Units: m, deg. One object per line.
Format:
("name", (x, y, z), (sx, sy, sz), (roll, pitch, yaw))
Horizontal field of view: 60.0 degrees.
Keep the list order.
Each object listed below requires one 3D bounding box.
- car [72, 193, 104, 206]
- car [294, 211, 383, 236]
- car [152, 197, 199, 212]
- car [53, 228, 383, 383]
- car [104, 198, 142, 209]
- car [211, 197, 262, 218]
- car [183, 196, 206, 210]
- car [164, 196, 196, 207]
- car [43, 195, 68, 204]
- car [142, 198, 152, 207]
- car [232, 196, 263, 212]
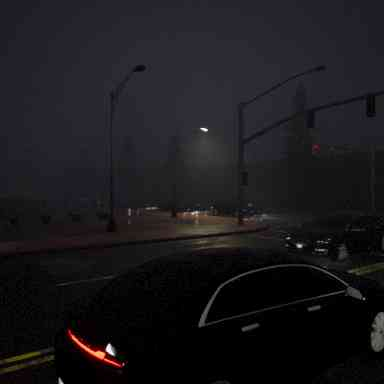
("car", (-16.722, 1.221, 54.019), (5.566, 2.045, 2.150), (0, 0, 20))
("car", (5.455, 1.504, 12.197), (4.892, 1.490, 1.837), (0, 0, -36))
("car", (-2.015, 1.546, 38.683), (2.033, 1.411, 5.357), (0, 0, -39))
("car", (0.823, 1.505, 4.384), (4.892, 1.490, 1.837), (0, 0, -35))
("car", (-9.483, 1.525, 45.757), (4.674, 1.442, 1.812), (0, 0, 36))
("car", (3.793, 1.504, 30.861), (1.837, 1.490, 4.892), (0, 0, -36))
("car", (-0.363, 1.504, 41.912), (1.837, 1.490, 4.892), (0, 0, -41))
("car", (-1.977, 1.476, 53.431), (5.008, 1.535, 1.882), (0, 0, 39))
("car", (-26.230, 1.351, 63.806), (4.553, 1.767, 2.097), (0, 0, 9))
("car", (-7.715, 1.563, 48.734), (4.181, 1.385, 1.994), (0, 0, 35))
("car", (5.231, 1.351, 34.765), (2.097, 1.767, 4.553), (0, 0, -37))
